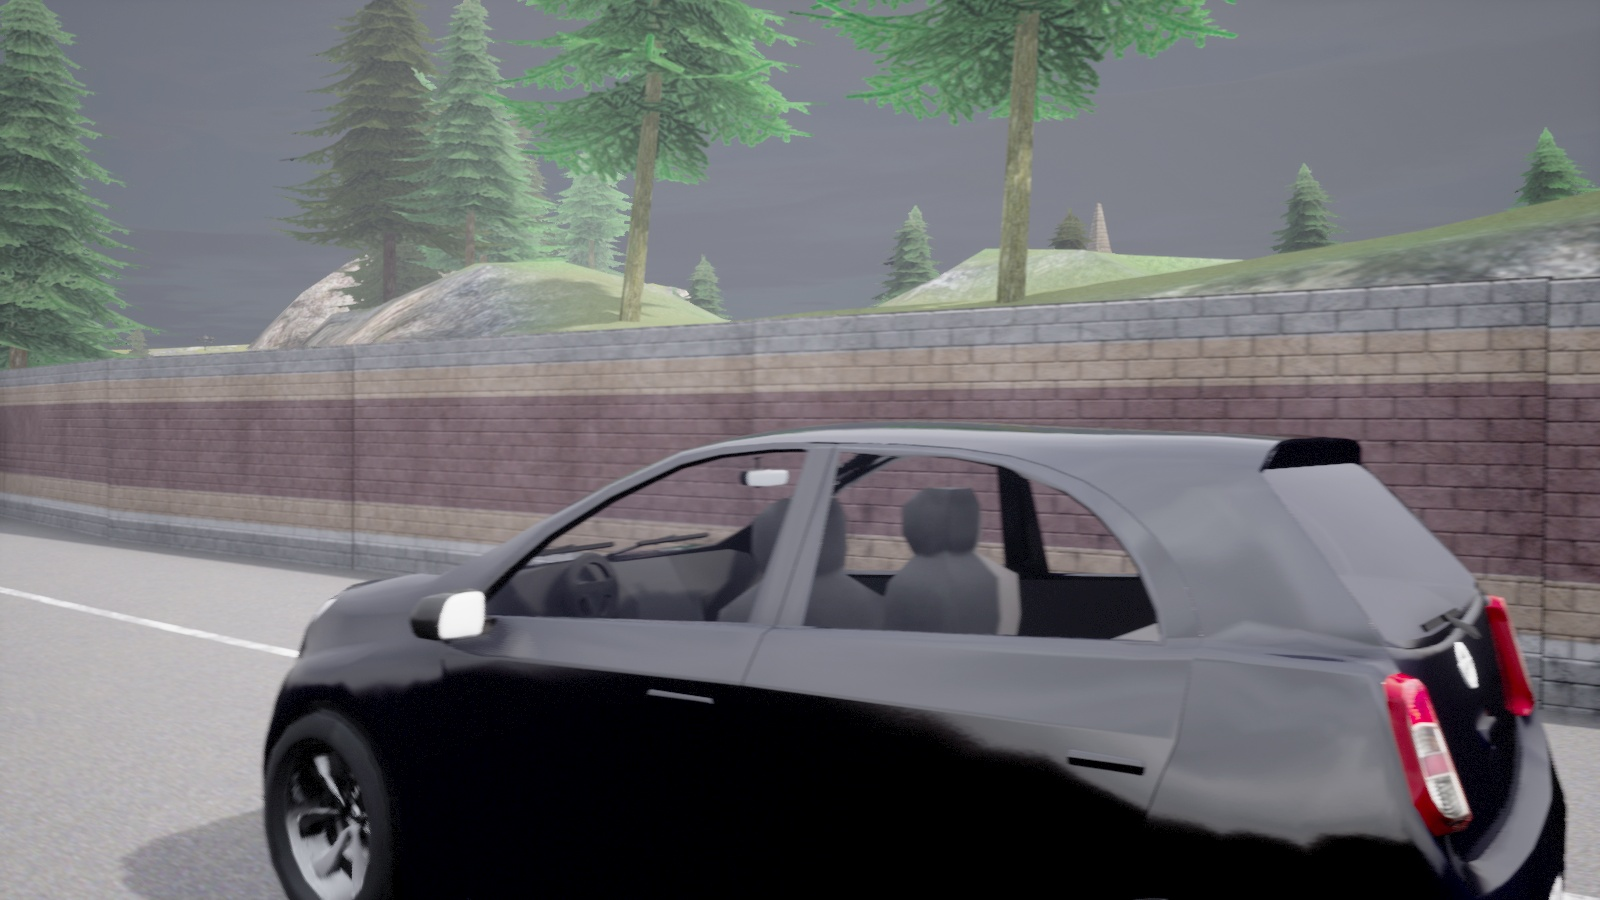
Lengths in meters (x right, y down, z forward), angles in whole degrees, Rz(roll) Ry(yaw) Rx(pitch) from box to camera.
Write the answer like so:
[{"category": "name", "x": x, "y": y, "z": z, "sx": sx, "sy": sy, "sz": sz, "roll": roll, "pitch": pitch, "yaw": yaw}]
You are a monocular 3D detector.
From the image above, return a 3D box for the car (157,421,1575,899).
[{"category": "car", "x": 0.032, "y": 0.695, "z": 3.613, "sx": 3.633, "sy": 1.501, "sz": 1.845, "roll": 0, "pitch": 1, "yaw": 35}]
